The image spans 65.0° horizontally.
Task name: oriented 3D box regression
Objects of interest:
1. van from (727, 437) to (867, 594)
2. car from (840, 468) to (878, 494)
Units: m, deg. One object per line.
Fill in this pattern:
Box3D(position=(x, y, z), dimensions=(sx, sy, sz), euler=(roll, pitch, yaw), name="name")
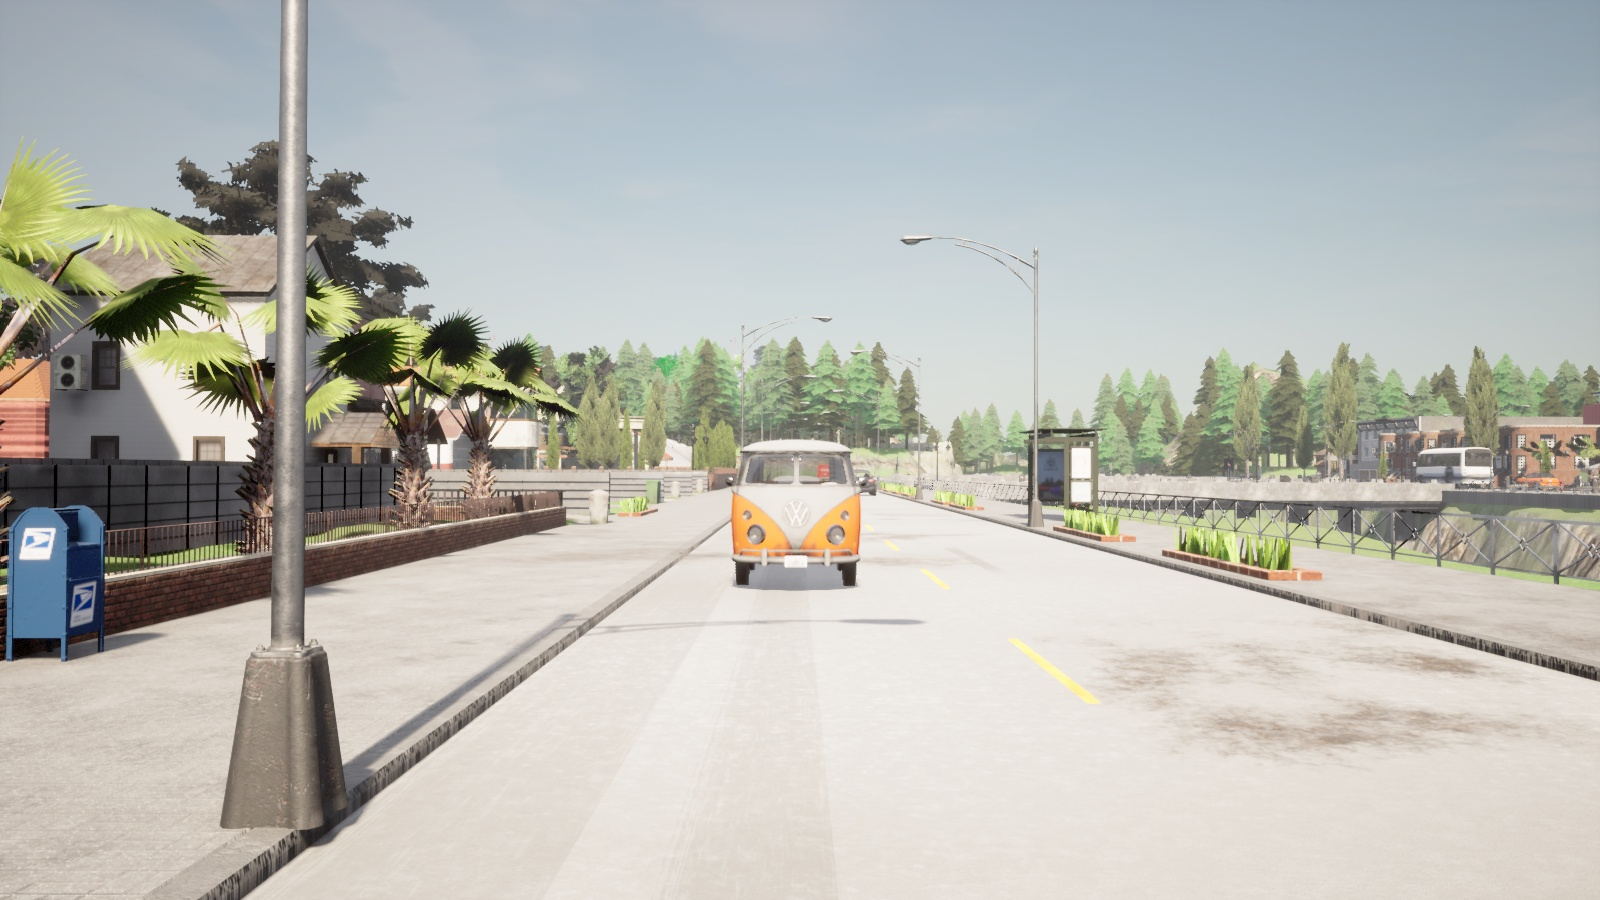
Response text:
Box3D(position=(-0.047, 0.872, 18.173), dimensions=(1.775, 1.987, 4.442), euler=(0, -1, 0), name="van")
Box3D(position=(3.792, 2.015, 81.867), dimensions=(2.242, 1.667, 4.611), euler=(0, -1, 0), name="car")
